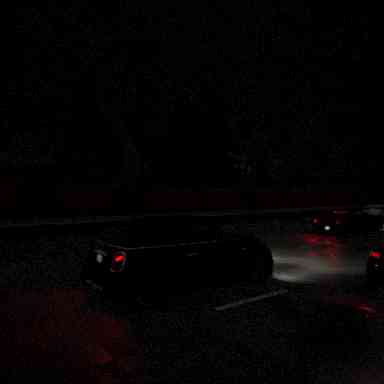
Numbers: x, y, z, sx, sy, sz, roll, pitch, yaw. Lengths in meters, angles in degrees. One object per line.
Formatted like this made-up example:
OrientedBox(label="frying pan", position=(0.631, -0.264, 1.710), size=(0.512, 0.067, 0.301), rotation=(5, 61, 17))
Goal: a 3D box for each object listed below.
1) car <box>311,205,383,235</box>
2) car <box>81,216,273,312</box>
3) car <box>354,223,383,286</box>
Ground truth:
OrientedBox(label="car", position=(8.936, 1.606, 18.879), size=(4.718, 1.301, 1.895), rotation=(0, 0, -36))
OrientedBox(label="car", position=(-0.152, 1.354, 7.963), size=(4.553, 1.767, 2.097), rotation=(0, 0, -36))
OrientedBox(label="car", position=(6.128, 1.566, 8.191), size=(4.181, 1.385, 1.994), rotation=(0, 0, -36))
